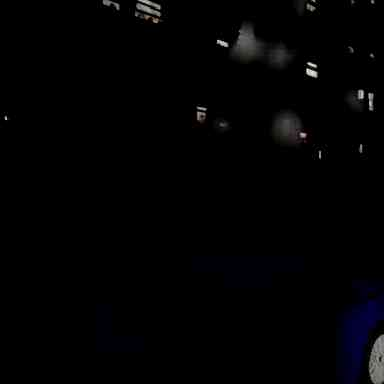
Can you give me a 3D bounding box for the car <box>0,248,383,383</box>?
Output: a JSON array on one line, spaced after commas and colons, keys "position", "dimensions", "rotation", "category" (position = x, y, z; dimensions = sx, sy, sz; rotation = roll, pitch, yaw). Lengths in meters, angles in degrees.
[{"position": [0.436, 1.478, 3.693], "dimensions": [5.008, 1.535, 1.882], "rotation": [0, 0, -36], "category": "car"}]
